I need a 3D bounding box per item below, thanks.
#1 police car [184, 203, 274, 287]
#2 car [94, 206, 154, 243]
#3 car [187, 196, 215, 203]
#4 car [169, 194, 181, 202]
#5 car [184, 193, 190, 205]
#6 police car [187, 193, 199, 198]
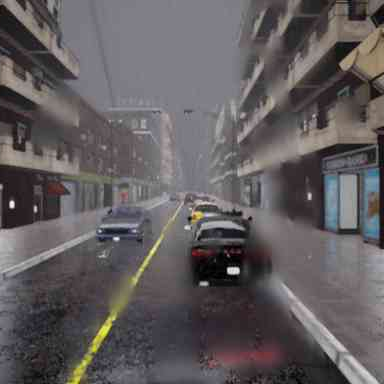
[{"bbox_3d":[0.812,1.316,9.131,1.930,1.638,5.238,0,1,0],"label":"police car"},{"bbox_3d":[-2.875,1.371,15.301,2.033,1.411,5.357,0,1,0],"label":"car"},{"bbox_3d":[0.795,1.241,19.214,1.801,1.575,5.366,0,1,0],"label":"car"},{"bbox_3d":[-2.904,0.989,57.243,2.033,1.411,5.357,0,1,0],"label":"car"},{"bbox_3d":[-0.049,0.880,47.589,2.097,1.767,4.553,0,1,0],"label":"car"},{"bbox_3d":[0.786,1.155,25.133,1.930,1.638,5.238,0,1,0],"label":"police car"}]
